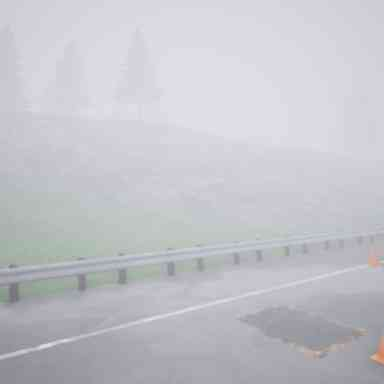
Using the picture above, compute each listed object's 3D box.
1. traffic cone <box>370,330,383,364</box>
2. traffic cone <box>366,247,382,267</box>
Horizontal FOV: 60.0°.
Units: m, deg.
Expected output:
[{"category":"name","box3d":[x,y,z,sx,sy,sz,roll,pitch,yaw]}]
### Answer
[{"category":"traffic cone","box3d":[2.671,1.990,4.515,0.340,0.580,0.340,0,-1,-36]},{"category":"traffic cone","box3d":[5.733,2.034,10.484,0.340,0.580,0.340,0,-1,-36]}]
